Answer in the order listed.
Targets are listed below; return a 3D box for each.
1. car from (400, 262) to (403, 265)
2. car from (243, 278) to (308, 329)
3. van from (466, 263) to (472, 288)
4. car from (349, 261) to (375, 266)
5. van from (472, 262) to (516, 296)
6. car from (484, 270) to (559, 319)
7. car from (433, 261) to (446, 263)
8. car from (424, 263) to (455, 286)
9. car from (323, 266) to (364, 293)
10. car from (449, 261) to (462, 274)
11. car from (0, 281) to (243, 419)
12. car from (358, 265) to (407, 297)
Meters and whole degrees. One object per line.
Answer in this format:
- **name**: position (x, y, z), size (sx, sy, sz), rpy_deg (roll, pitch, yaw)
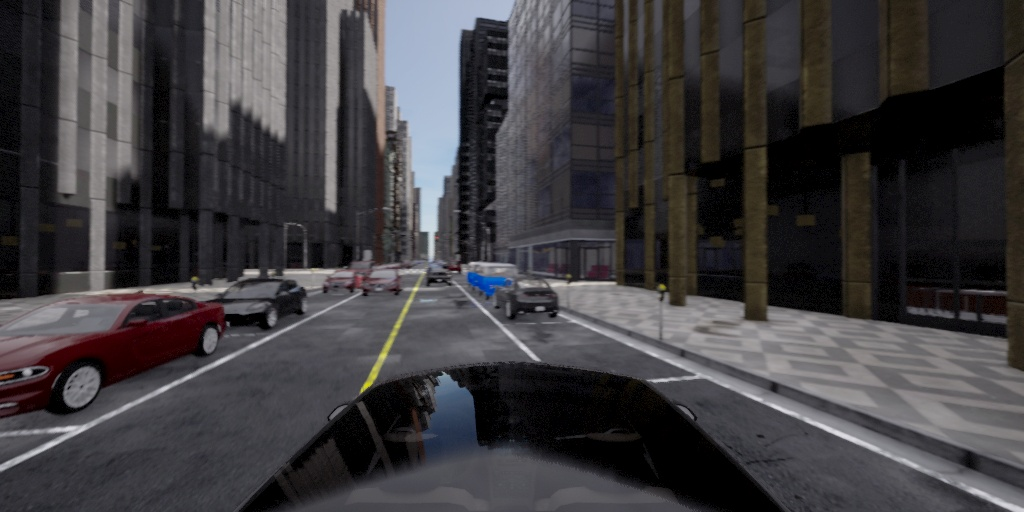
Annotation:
- **car**: position (-16.630, 1.803, 49.692), size (1.802, 1.307, 4.207), rpy_deg (0, 0, -13)
- **car**: position (-7.918, 1.397, 11.342), size (1.948, 1.339, 4.313), rpy_deg (0, 0, -13)
- **van**: position (-2.098, 1.322, 24.204), size (1.690, 1.789, 3.998), rpy_deg (0, 0, -13)
- **car**: position (-11.652, 1.312, 27.777), size (2.192, 1.841, 5.009), rpy_deg (0, 0, -13)
- **van**: position (-0.854, 1.267, 18.726), size (1.690, 1.789, 3.998), rpy_deg (0, 0, -13)
- **car**: position (0.391, 1.422, 13.247), size (2.007, 1.370, 4.403), rpy_deg (0, 0, -13)
- **car**: position (-8.762, 1.627, 41.427), size (1.882, 1.535, 5.008), rpy_deg (0, 0, -12)
- **car**: position (-5.725, 1.520, 28.092), size (1.837, 1.490, 4.892), rpy_deg (0, 0, -13)
- **car**: position (-10.407, 1.523, 22.299), size (1.802, 1.307, 4.207), rpy_deg (0, 0, -13)
- **car**: position (-8.321, 1.575, 51.599), size (2.192, 1.841, 5.009), rpy_deg (0, 0, -13)
- **car**: position (-6.674, 1.322, 5.863), size (1.888, 1.381, 4.507), rpy_deg (0, 0, -13)
- **car**: position (-7.248, 1.455, 20.472), size (1.812, 1.442, 4.674), rpy_deg (0, -1, -13)
